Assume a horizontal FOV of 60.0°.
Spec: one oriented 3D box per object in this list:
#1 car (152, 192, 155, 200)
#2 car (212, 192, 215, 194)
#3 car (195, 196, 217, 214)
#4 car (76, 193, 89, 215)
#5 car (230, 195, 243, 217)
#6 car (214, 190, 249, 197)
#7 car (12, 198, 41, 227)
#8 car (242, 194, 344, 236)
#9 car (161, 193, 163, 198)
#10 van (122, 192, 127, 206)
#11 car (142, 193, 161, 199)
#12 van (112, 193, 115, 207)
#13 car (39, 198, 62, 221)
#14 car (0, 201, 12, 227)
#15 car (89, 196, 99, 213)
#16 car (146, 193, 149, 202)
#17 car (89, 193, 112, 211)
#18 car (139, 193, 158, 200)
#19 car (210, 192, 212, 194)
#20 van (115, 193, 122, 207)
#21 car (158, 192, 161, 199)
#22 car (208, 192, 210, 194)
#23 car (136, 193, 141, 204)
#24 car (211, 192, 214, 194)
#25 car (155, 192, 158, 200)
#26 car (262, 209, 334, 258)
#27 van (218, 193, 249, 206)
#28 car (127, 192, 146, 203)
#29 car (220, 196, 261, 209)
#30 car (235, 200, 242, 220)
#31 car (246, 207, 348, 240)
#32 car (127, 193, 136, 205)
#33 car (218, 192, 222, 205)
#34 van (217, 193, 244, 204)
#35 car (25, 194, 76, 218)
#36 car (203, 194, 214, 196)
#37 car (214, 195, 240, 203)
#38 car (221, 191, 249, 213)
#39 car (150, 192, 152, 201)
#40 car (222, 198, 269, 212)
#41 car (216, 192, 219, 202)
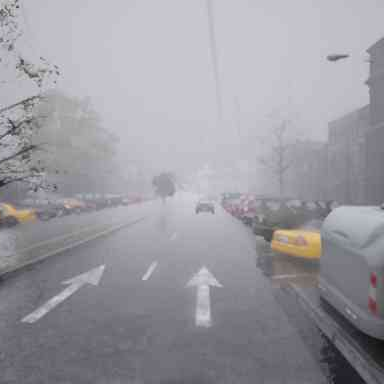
[{"bbox_3d":[-11.016,1.250,69.552,5.008,1.535,2.097,0,0,-19],"label":"car"},{"bbox_3d":[7.117,1.353,65.338,5.008,1.535,2.097,1,1,-19],"label":"car"},{"bbox_3d":[1.363,1.468,34.670,1.812,1.442,4.674,0,0,3],"label":"car"},{"bbox_3d":[-12.236,1.245,30.915,4.553,1.767,2.185,0,0,-18],"label":"car"},{"bbox_3d":[5.722,1.357,26.251,4.553,1.767,2.185,1,0,-18],"label":"car"},{"bbox_3d":[6.541,1.163,47.295,5.566,2.045,2.435,1,0,-18],"label":"car"},{"bbox_3d":[-12.793,1.399,21.094,5.366,1.575,1.946,0,0,-18],"label":"car"},{"bbox_3d":[5.306,1.260,14.214,5.566,2.045,2.435,1,0,-18],"label":"car"},{"bbox_3d":[-11.186,1.193,87.256,5.366,1.575,1.946,-1,1,-21],"label":"car"},{"bbox_3d":[-11.637,1.097,45.824,4.442,1.987,1.878,-1,0,-18],"label":"van"},{"bbox_3d":[-11.045,1.059,90.294,4.553,1.767,2.185,-1,0,-21],"label":"car"},{"bbox_3d":[-11.842,1.116,39.872,4.442,1.987,1.878,0,0,-18],"label":"van"},{"bbox_3d":[-12.470,1.420,24.560,4.792,1.488,2.163,0,0,-18],"label":"car"},{"bbox_3d":[-12.736,1.412,17.765,4.892,1.521,2.231,0,0,-18],"label":"car"},{"bbox_3d":[-12.163,1.401,33.887,4.674,1.452,2.002,0,0,-18],"label":"car"},{"bbox_3d":[-11.067,1.273,60.714,5.366,1.575,1.946,0,0,-18],"label":"car"},{"bbox_3d":[-12.084,1.101,36.848,5.566,2.045,2.435,0,0,-18],"label":"car"},{"bbox_3d":[-11.004,1.079,84.356,4.553,1.767,2.185,-1,0,-20],"label":"car"},{"bbox_3d":[7.300,1.308,77.422,5.008,1.535,2.097,1,0,-20],"label":"car"},{"bbox_3d":[-11.740,1.106,42.847,4.442,1.987,1.878,-1,0,-18],"label":"van"},{"bbox_3d":[-10.940,1.213,81.402,5.008,1.535,2.097,-1,0,-20],"label":"car"},{"bbox_3d":[7.308,1.285,83.460,5.008,1.535,2.097,1,0,-21],"label":"car"},{"bbox_3d":[-11.409,1.325,54.721,4.792,1.488,2.163,0,0,-18],"label":"car"},{"bbox_3d":[7.214,1.205,71.375,4.553,1.767,2.185,1,0,-19],"label":"car"},{"bbox_3d":[-10.982,1.262,75.463,4.792,1.488,2.163,-1,0,-19],"label":"car"},{"bbox_3d":[5.334,1.506,11.237,5.366,1.575,1.946,1,0,-18],"label":"car"},{"bbox_3d":[6.620,1.166,53.252,4.442,1.987,1.878,1,1,-18],"label":"van"},{"bbox_3d":[-11.362,1.036,57.669,5.566,2.045,2.435,0,0,-18],"label":"car"},{"bbox_3d":[6.408,1.424,44.280,5.008,1.535,2.097,1,1,-18],"label":"car"},{"bbox_3d":[5.520,1.503,20.237,5.008,1.535,2.097,1,1,-18],"label":"car"},{"bbox_3d":[5.396,1.549,17.214,4.674,1.452,2.002,1,1,-18],"label":"car"},{"bbox_3d":[-11.464,1.310,48.819,5.366,1.575,1.946,0,0,-18],"label":"car"},{"bbox_3d":[6.063,1.202,35.255,5.566,2.045,2.435,1,1,-18],"label":"car"},{"bbox_3d":[6.824,1.146,59.273,4.442,1.987,1.878,1,1,-18],"label":"van"},{"bbox_3d":[-12.404,1.254,27.929,4.553,1.767,2.185,-1,0,-18],"label":"car"},{"bbox_3d":[1.816,1.391,47.814,2.128,1.511,4.902,0,0,2],"label":"car"},{"bbox_3d":[7.167,1.343,68.356,4.892,1.521,2.231,1,0,-19],"label":"car"},{"bbox_3d":[5.845,1.221,29.245,5.566,2.045,2.435,1,1,-18],"label":"car"},{"bbox_3d":[-11.056,1.134,66.595,4.553,1.767,2.185,-1,0,-19],"label":"car"},{"bbox_3d":[6.162,1.472,38.262,4.792,1.488,2.163,1,1,-18],"label":"car"},{"bbox_3d":[6.327,1.183,41.291,5.566,2.045,2.435,1,0,-18],"label":"car"}]
